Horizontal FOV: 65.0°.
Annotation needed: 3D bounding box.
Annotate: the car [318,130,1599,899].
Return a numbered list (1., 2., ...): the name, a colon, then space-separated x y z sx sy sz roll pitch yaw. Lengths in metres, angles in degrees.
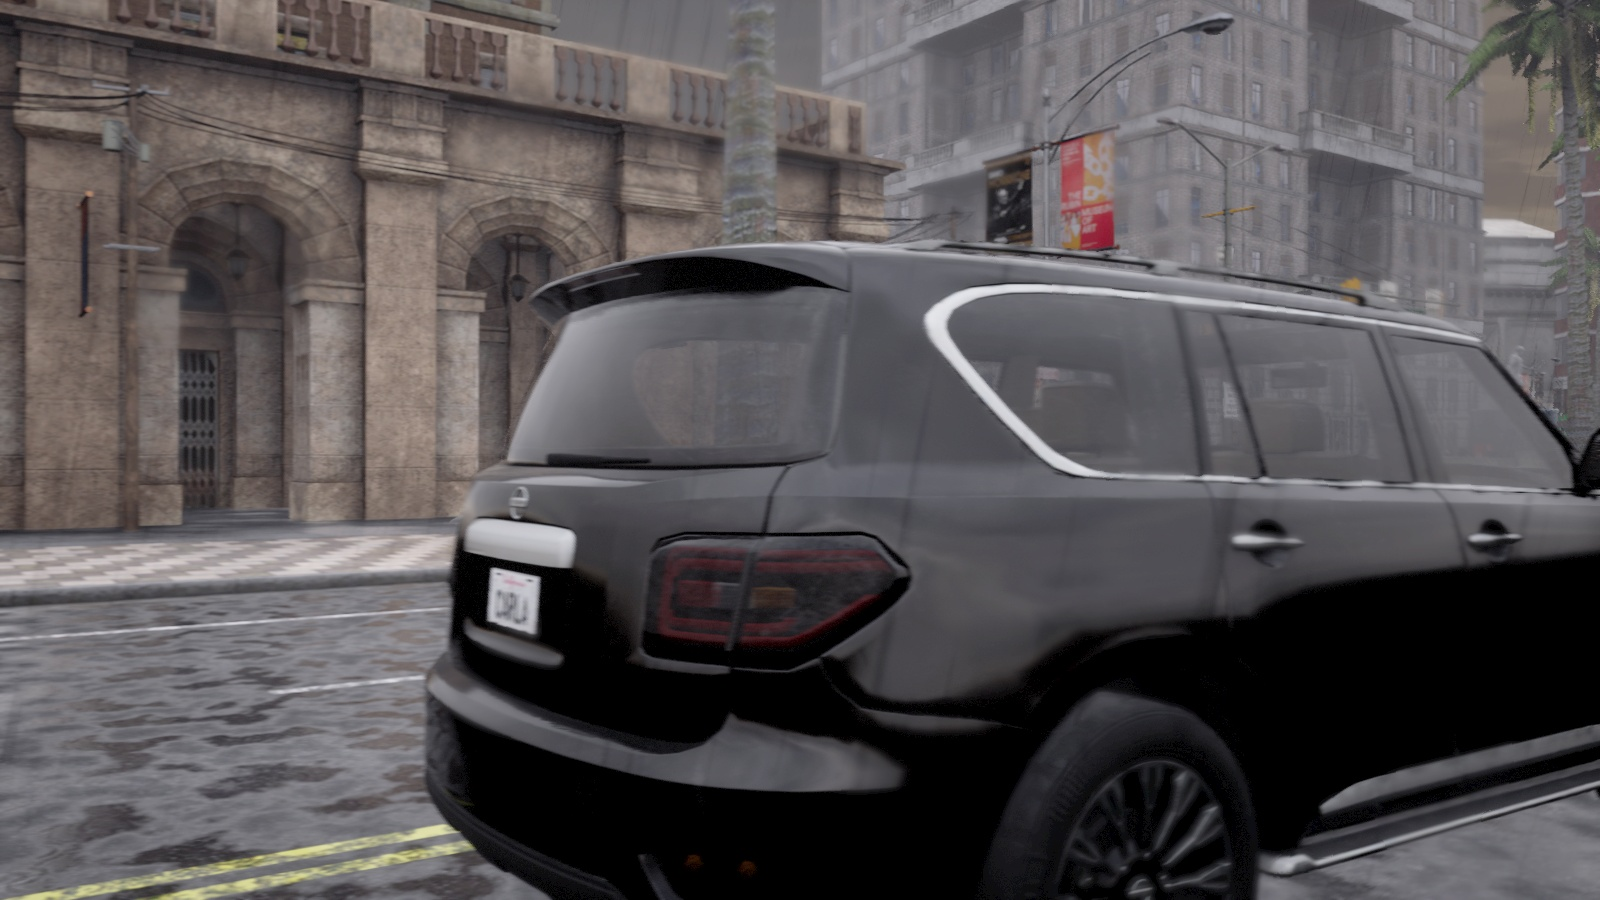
1. car: 1.393 0.472 4.632 5.566 2.045 2.150 0 0 -35
